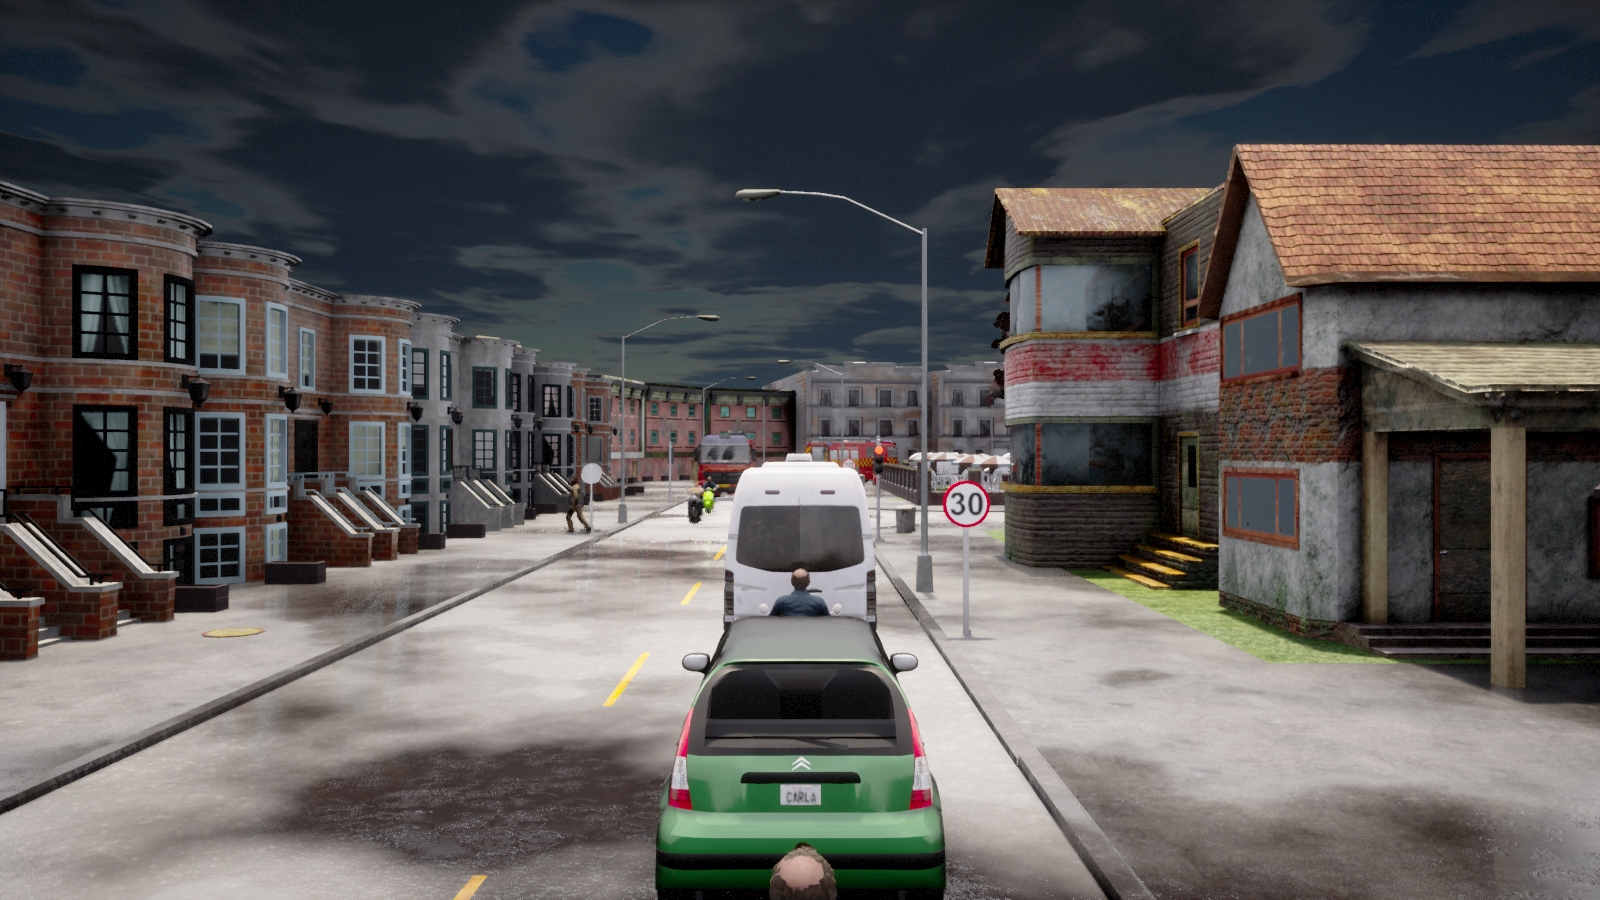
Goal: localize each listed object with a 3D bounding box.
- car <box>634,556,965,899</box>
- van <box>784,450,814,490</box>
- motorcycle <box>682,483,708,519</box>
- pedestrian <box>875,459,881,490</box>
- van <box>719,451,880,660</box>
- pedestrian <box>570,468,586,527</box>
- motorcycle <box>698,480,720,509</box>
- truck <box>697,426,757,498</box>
[{"bbox_3d":[-0.003,1.776,8.385,1.851,1.617,3.988,0,0,0],"label":"car"},{"bbox_3d":[-0.059,1.286,76.777,1.988,2.561,5.915,0,0,0],"label":"van"},{"bbox_3d":[-4.002,1.933,43.776,0.764,1.277,2.356,0,0,0],"label":"motorcycle"},{"bbox_3d":[4.763,1.499,69.960,0.375,1.860,0.375,0,0,0],"label":"pedestrian"},{"bbox_3d":[-0.006,1.308,17.043,1.988,2.561,5.915,0,0,0],"label":"van"},{"bbox_3d":[-7.067,1.512,36.366,0.375,1.860,0.375,0,0,18],"label":"pedestrian"},{"bbox_3d":[-4.005,1.943,50.380,0.856,1.236,1.805,0,0,0],"label":"motorcycle"},{"bbox_3d":[-4.024,0.646,64.778,2.891,3.827,8.468,0,0,0],"label":"truck"}]
